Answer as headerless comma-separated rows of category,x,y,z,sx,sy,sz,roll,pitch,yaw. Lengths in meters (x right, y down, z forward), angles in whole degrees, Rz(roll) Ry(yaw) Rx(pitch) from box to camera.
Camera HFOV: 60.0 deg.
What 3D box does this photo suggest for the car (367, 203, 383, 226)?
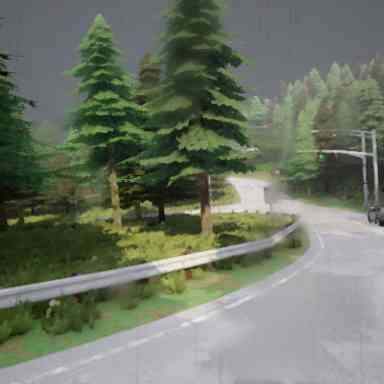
car,12.924,1.409,21.866,1.994,1.385,4.181,-4,-2,17
